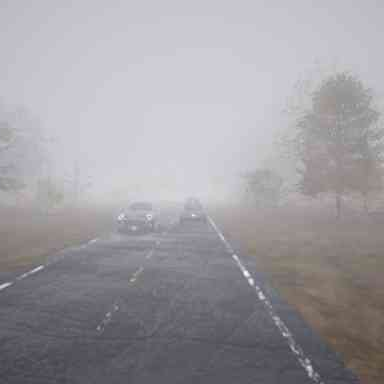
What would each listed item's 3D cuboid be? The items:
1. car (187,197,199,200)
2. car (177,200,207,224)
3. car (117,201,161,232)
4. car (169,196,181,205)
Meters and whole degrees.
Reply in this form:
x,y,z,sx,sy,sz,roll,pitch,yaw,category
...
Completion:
x,y,z,sx,sy,sz,roll,pitch,yaw,category
0.088,1.371,42.468,2.097,1.767,4.553,0,0,0,car
0.094,1.575,24.868,1.994,1.385,4.181,0,0,0,car
-3.104,1.361,20.139,2.097,1.767,4.553,0,0,0,car
-3.056,1.504,60.505,1.882,1.535,5.008,0,0,1,car
